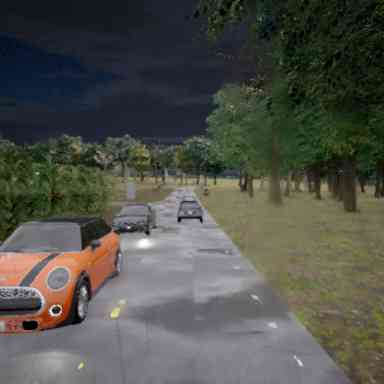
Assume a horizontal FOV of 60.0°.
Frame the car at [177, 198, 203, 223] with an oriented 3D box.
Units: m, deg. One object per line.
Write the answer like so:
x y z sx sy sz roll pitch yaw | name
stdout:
-0.134 1.394 24.372 2.033 1.411 5.357 -1 0 -1 | car

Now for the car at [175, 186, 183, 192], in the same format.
-3.741 -0.790 95.364 2.097 1.767 4.553 -1 3 -1 | car

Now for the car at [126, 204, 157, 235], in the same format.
-3.010 1.428 18.158 1.837 1.490 4.892 -1 0 0 | car

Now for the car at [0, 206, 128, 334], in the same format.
-2.903 1.354 7.087 2.097 1.767 4.553 -1 0 -1 | car
